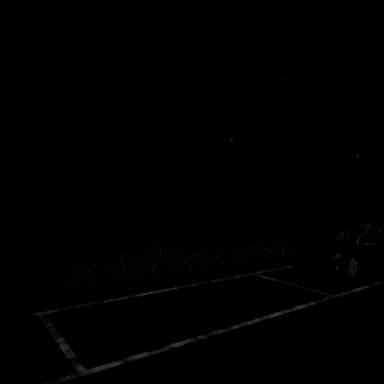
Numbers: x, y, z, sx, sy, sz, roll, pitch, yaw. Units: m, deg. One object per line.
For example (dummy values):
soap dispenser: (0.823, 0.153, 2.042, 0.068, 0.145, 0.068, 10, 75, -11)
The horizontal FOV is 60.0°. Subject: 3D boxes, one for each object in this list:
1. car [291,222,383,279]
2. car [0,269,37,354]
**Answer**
car: (4.874, 1.643, 10.238, 4.403, 1.369, 2.008, 1, 0, -35)
car: (-4.240, 1.532, 3.743, 4.507, 1.381, 1.887, 1, 0, -35)
